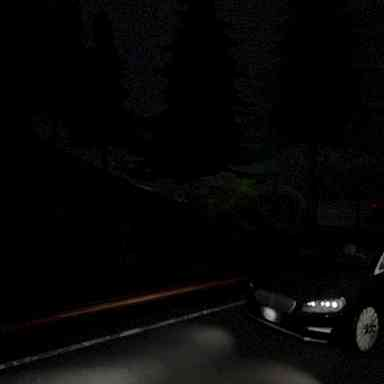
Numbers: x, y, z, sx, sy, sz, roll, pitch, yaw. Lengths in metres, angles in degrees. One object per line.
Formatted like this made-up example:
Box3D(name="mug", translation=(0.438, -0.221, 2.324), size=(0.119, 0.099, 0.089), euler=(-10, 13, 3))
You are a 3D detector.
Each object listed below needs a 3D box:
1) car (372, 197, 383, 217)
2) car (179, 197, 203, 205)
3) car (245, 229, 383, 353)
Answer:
Box3D(name="car", translation=(18.117, 1.416, 27.774), size=(2.150, 2.045, 5.566), euler=(0, 0, -36))
Box3D(name="car", translation=(-0.238, 1.763, 64.829), size=(2.033, 1.411, 5.357), euler=(0, 0, -36))
Box3D(name="car", translation=(3.116, 1.491, 6.205), size=(4.902, 1.511, 2.128), euler=(0, 0, -35))
